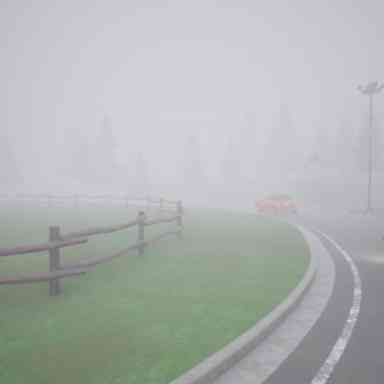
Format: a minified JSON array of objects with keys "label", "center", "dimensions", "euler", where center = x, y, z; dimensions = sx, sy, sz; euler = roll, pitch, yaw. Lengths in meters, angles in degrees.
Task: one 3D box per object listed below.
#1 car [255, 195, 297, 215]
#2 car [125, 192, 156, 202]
[{"label":"car","center":[7.314,1.009,29.432],"dimensions":[2.097,1.767,4.553],"euler":[0,1,-14]},{"label":"car","center":[-8.292,0.734,53.423],"dimensions":[5.008,1.535,1.882],"euler":[0,0,14]}]
